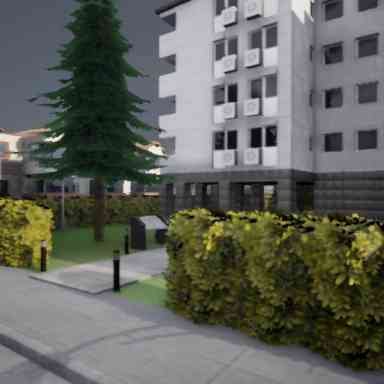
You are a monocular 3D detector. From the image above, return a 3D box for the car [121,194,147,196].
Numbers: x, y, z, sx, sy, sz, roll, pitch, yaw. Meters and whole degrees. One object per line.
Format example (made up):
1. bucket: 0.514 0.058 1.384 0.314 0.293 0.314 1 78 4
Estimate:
1. car: -6.834 1.276 35.692 2.150 2.045 5.566 0 0 36
